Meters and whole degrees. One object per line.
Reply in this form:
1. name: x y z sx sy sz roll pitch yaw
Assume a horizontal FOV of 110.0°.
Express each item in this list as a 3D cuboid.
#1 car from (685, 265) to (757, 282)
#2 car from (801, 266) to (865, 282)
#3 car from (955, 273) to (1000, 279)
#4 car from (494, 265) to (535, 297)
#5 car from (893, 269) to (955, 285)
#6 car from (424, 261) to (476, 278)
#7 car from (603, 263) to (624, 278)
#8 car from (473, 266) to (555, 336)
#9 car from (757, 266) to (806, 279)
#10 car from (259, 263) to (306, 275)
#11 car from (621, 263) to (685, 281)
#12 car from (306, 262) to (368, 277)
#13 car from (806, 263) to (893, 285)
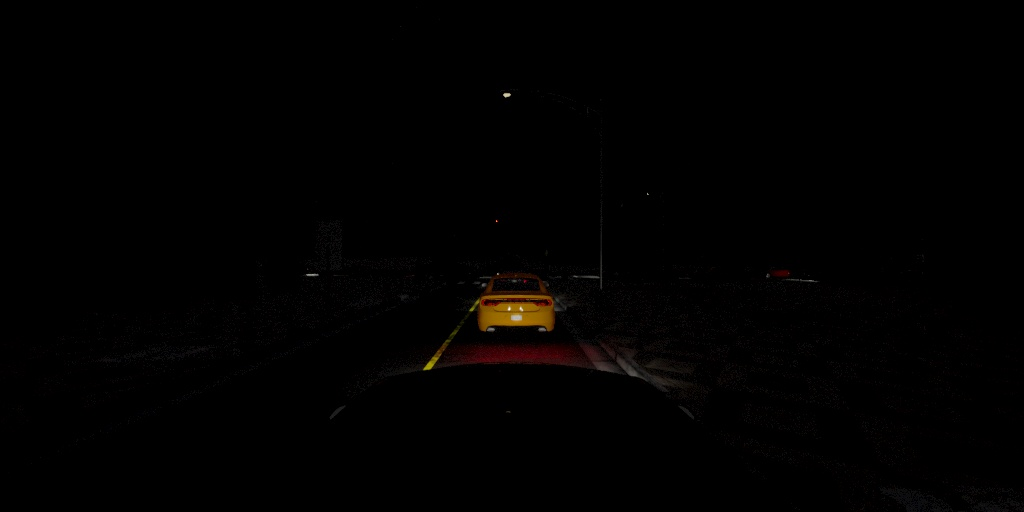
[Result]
1. car: 17.958 1.569 31.027 4.829 1.417 1.751 0 0 0
2. car: 32.913 1.786 36.862 4.892 1.490 1.837 1 0 0
3. car: 40.369 1.993 31.009 4.207 1.307 1.802 0 0 0
4. car: 0.113 1.296 20.306 2.033 1.411 5.357 0 0 0
5. car: 34.719 1.862 31.014 4.507 1.381 1.888 0 0 0
6. car: -5.792 1.223 33.706 4.892 1.490 1.837 1 0 0
7. car: 11.905 1.454 36.890 4.892 1.490 1.837 1 0 0
8. car: 0.104 1.227 10.479 1.882 1.535 5.008 0 0 0
9. car: 29.090 1.763 39.544 4.507 1.381 1.888 0 0 0
10. car: -21.212 1.037 33.712 4.181 1.385 1.994 1 0 0
11. car: 12.146 1.522 31.032 4.313 1.339 1.948 0 0 0
12. car: -14.762 1.114 30.957 4.403 1.370 2.007 0 0 0
13. car: 29.075 1.538 31.018 5.009 1.841 2.192 0 0 0
